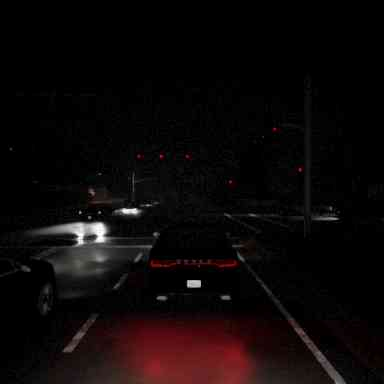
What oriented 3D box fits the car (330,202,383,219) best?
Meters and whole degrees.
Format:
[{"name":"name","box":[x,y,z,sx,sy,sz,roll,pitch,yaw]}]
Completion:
[{"name":"car","box":[14.761,1.554,28.959,4.181,1.385,1.994,0,0,-2]}]

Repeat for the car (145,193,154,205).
[{"name":"car","box":[-8.626,1.458,60.366,1.882,1.535,5.008,0,0,-1]}]

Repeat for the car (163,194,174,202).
[{"name":"car","box":[-5.416,1.509,74.541,2.033,1.411,5.357,0,0,-1]}]

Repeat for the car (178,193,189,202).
[{"name":"car","box":[-1.901,1.201,74.242,2.150,2.045,5.566,0,0,-1]}]

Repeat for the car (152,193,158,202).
[{"name":"car","box":[-8.968,1.148,76.536,2.150,2.045,5.566,0,0,-1]}]

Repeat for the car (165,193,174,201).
[{"name":"car","box":[-5.689,1.242,85.146,2.097,1.767,4.553,0,0,-1]}]

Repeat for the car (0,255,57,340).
[{"name":"car","box":[-3.468,1.490,4.386,2.128,1.511,4.902,0,0,0]}]

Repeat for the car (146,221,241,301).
[{"name":"car","box":[0.001,1.475,8.377,1.882,1.535,5.008,0,0,-1]}]

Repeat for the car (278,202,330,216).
[{"name":"car","box":[10.865,1.590,32.348,4.718,1.301,1.895,0,0,-2]}]

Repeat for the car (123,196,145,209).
[{"name":"car","box":[-8.279,1.478,46.131,2.128,1.511,4.902,0,0,-2]}]

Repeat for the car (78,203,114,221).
[{"name":"car","box":[-7.659,1.592,26.864,1.895,1.301,4.718,0,0,-2]}]

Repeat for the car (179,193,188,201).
[{"name":"car","box":[-2.183,1.198,84.975,2.150,2.045,5.566,0,0,-1]}]
